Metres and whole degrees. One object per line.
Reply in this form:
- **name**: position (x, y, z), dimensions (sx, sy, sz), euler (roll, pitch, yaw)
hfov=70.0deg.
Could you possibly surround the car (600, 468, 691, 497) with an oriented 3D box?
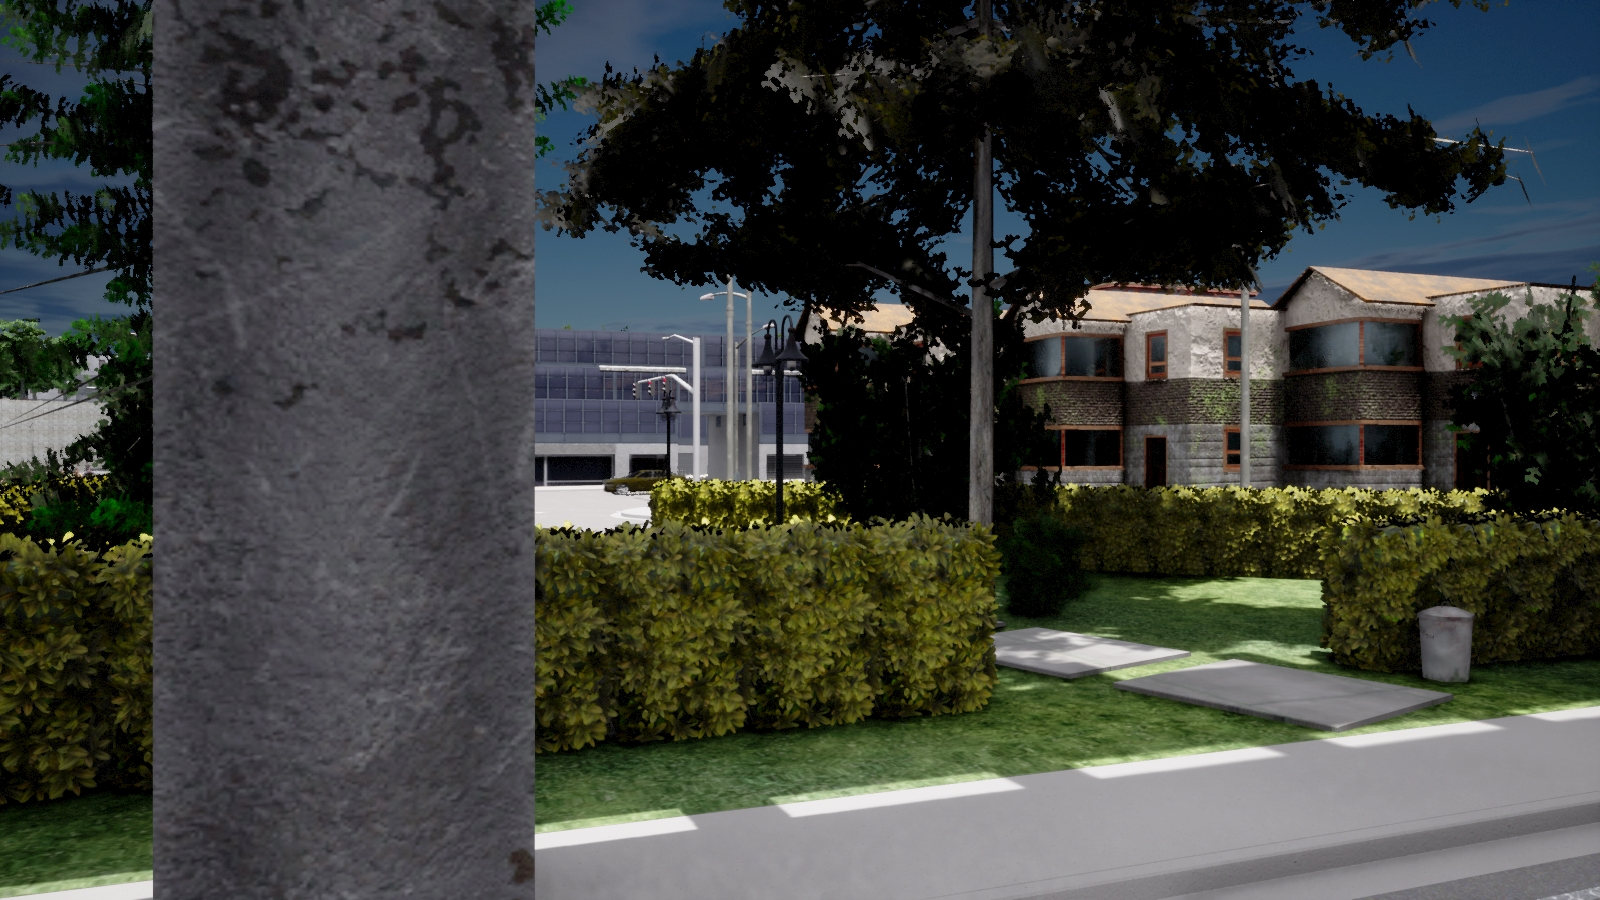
- **car**: position (-9.281, 1.922, 68.695), dimensions (5.006, 1.535, 2.097), euler (-1, 0, -21)
